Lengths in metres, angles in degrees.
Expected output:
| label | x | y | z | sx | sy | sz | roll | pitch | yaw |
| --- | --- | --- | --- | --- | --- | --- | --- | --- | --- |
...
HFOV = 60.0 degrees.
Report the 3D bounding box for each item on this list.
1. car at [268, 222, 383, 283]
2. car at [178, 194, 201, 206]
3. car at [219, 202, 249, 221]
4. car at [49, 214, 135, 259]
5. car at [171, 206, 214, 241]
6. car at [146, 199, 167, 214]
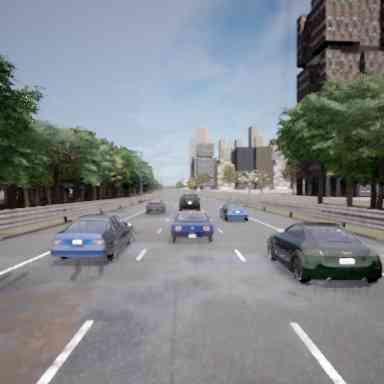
| label | x | y | z | sx | sy | sz | roll | pitch | yaw |
| --- | --- | --- | --- | --- | --- | --- | --- | --- | --- |
| car | 3.554 | 1.559 | 9.653 | 1.994 | 1.385 | 4.181 | 0 | 0 | 0 |
| car | -0.249 | 1.195 | 34.851 | 2.150 | 2.045 | 5.566 | 0 | 0 | -1 |
| car | 3.375 | 1.529 | 27.284 | 2.033 | 1.411 | 5.357 | 0 | 0 | -1 |
| car | -3.462 | 1.546 | 12.486 | 2.033 | 1.411 | 5.357 | 0 | 0 | 0 |
| car | -0.006 | 1.595 | 16.481 | 1.895 | 1.301 | 4.718 | 0 | 0 | -1 |
| car | -3.762 | 1.467 | 35.387 | 2.128 | 1.511 | 4.902 | 0 | 0 | -1 |
